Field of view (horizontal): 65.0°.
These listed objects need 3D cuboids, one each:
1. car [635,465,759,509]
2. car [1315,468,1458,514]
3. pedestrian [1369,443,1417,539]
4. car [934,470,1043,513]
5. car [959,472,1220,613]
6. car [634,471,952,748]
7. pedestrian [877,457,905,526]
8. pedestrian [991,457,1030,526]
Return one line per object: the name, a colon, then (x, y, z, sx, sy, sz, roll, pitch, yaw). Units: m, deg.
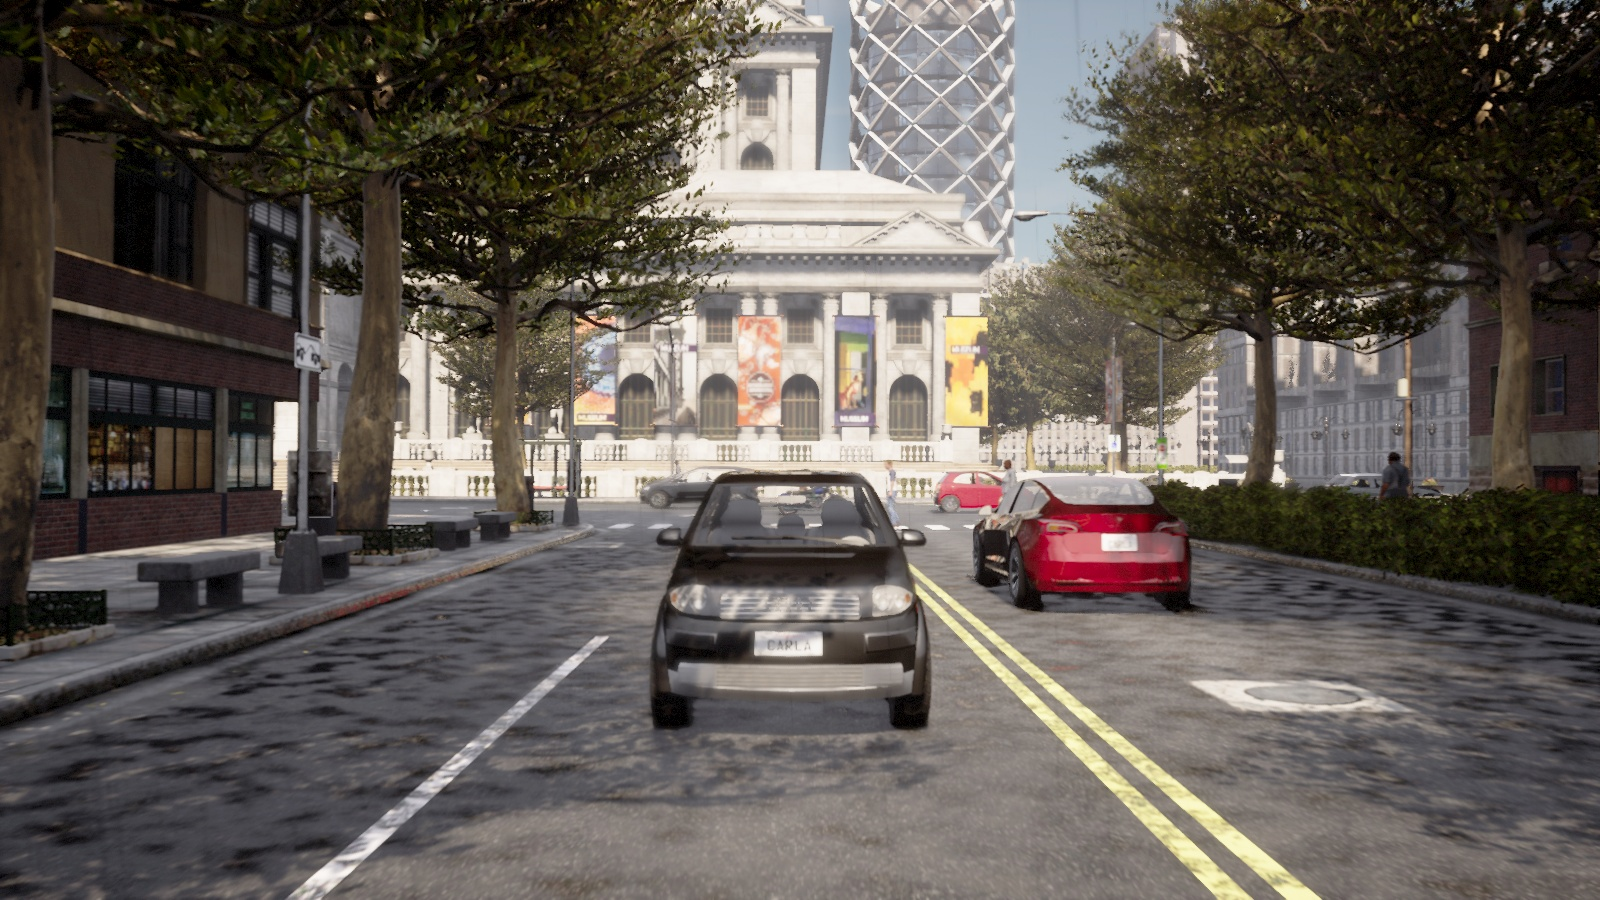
car: (-3.944, 1.411, 48.704, 4.611, 1.667, 2.242, 0, -1, 0)
car: (19.416, 1.333, 41.687, 3.806, 1.475, 1.970, 0, -1, 0)
pedestrian: (11.531, 0.793, 24.424, 0.540, 1.848, 0.694, 0, -1, -6)
car: (6.731, 1.485, 45.196, 3.633, 1.501, 1.845, 0, -1, 0)
car: (3.413, 1.039, 15.875, 2.163, 1.488, 4.792, 0, -1, 0)
car: (-0.053, 0.927, 8.935, 1.789, 1.549, 3.705, 0, -1, 0)
pedestrian: (2.433, 1.120, 33.664, 0.706, 1.836, 0.354, 0, -1, -2)
pedestrian: (5.699, 1.112, 34.015, 0.900, 1.855, 0.874, 0, -1, -1)
